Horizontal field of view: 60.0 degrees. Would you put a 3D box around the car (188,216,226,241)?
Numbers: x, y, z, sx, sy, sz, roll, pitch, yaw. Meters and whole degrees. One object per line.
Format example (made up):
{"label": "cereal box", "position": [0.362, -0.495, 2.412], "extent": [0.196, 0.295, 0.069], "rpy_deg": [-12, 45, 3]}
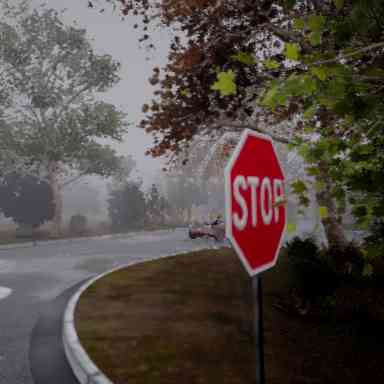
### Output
{"label": "car", "position": [1.555, 2.097, 19.876], "extent": [1.994, 1.385, 4.181], "rpy_deg": [-2, -3, 35]}
